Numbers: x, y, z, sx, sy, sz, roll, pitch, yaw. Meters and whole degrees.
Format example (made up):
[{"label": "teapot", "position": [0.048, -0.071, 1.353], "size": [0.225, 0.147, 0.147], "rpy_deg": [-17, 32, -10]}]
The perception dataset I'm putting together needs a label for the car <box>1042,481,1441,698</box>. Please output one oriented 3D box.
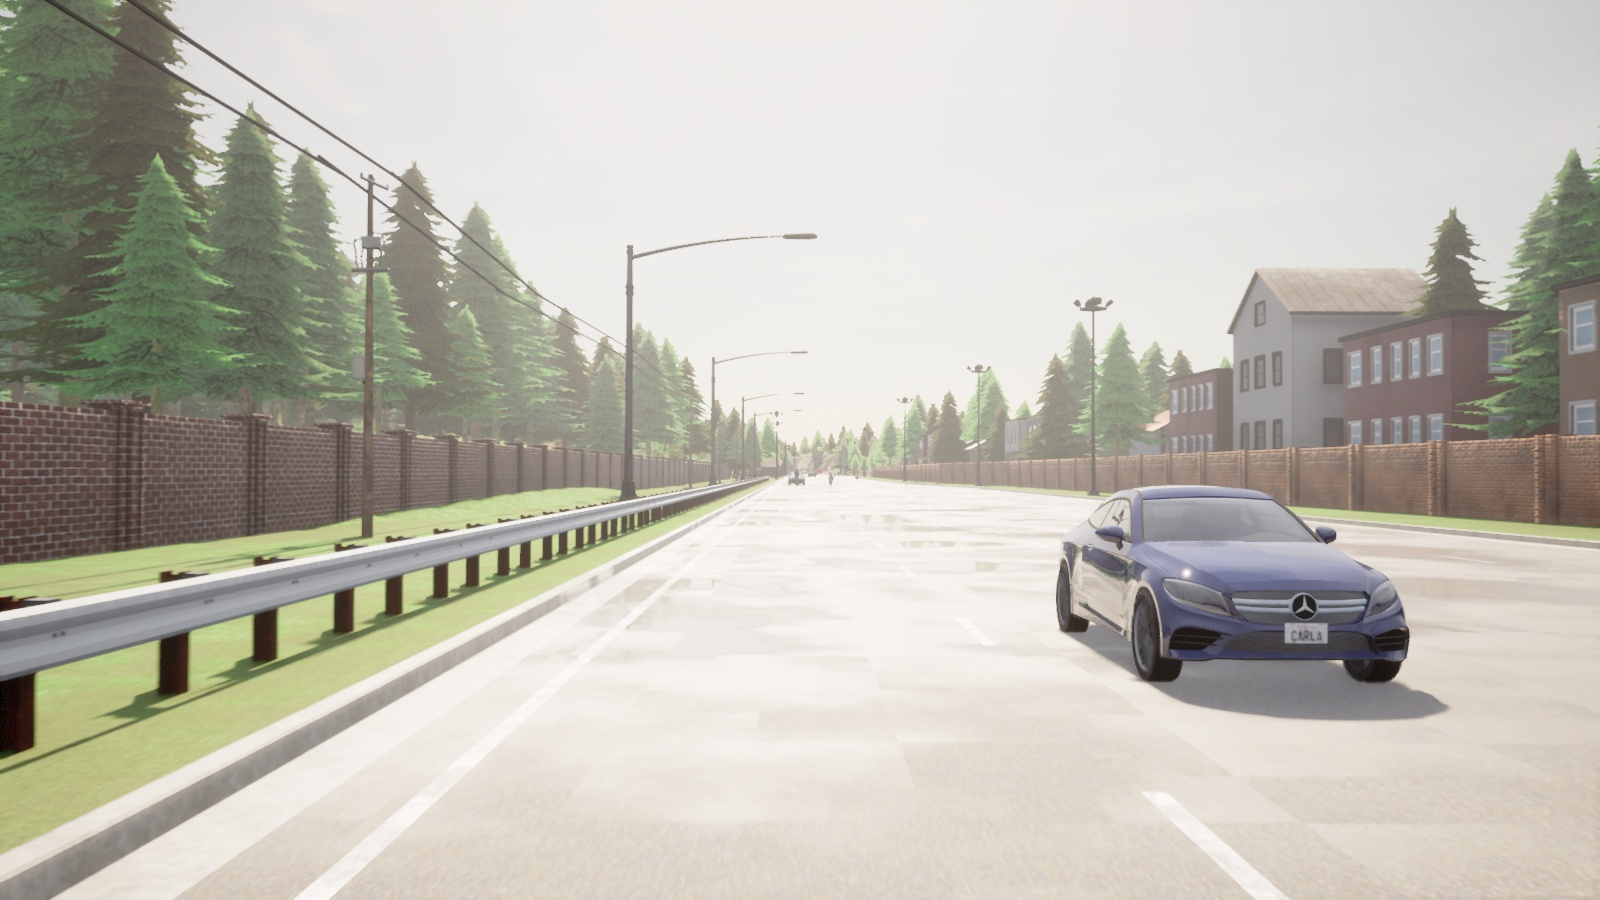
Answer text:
[{"label": "car", "position": [3.473, 1.010, 10.939], "size": [1.812, 1.442, 4.674], "rpy_deg": [0, -1, 0]}]
